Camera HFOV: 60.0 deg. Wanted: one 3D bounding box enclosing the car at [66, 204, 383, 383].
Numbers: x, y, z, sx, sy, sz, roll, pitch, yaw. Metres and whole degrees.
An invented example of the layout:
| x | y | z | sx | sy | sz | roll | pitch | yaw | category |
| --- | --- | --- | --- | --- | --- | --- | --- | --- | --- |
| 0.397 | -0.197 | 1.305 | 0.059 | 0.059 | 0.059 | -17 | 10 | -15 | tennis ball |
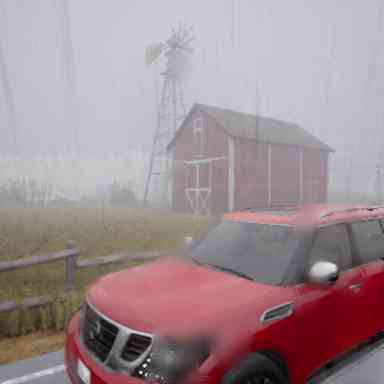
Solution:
| x | y | z | sx | sy | sz | roll | pitch | yaw | category |
| --- | --- | --- | --- | --- | --- | --- | --- | --- | --- |
| 1.280 | 1.235 | 4.560 | 5.566 | 2.045 | 2.150 | 0 | 0 | -36 | car |
